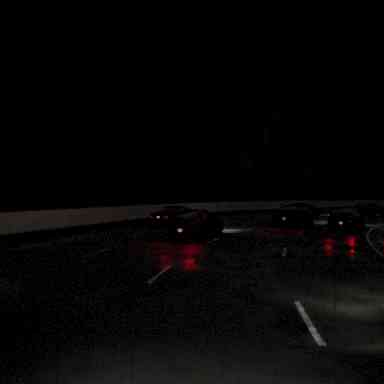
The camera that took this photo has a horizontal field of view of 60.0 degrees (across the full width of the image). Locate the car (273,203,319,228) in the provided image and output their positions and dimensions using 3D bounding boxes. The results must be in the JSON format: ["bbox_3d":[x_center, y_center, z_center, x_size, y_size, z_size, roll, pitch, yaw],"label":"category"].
[{"bbox_3d":[7.474,1.676,24.150,1.882,1.535,5.008,0,-1,33],"label":"car"}]

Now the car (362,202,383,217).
[{"bbox_3d":[18.798,1.817,35.355,4.674,1.442,1.812,0,-1,-35],"label":"car"}]

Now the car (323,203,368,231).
[{"bbox_3d":[10.354,1.709,22.226,1.812,1.442,4.674,0,-1,33],"label":"car"}]

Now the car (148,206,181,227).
[{"bbox_3d":[-1.020,1.744,24.169,2.033,1.411,5.357,0,-1,29],"label":"car"}]

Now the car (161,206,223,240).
[{"bbox_3d":[0.291,1.674,18.123,1.812,1.442,4.674,0,-1,22],"label":"car"}]

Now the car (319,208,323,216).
[{"bbox_3d":[11.519,1.828,34.237,5.357,1.411,2.033,0,-1,-42],"label":"car"}]
